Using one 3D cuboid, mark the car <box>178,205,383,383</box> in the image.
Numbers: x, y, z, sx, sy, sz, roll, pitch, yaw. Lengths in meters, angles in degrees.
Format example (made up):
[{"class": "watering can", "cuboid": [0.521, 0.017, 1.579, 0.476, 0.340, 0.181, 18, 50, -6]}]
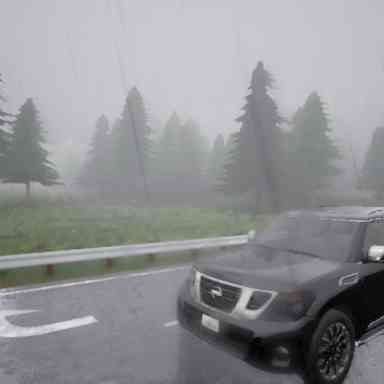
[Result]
[{"class": "car", "cuboid": [2.433, 1.284, 5.746, 5.566, 2.045, 2.150, 1, 0, -37]}]
